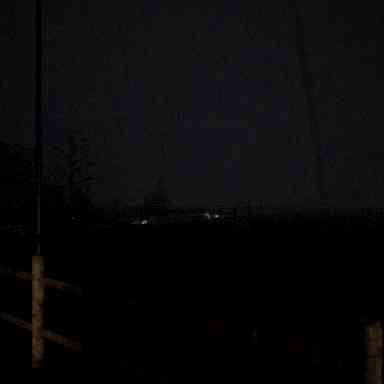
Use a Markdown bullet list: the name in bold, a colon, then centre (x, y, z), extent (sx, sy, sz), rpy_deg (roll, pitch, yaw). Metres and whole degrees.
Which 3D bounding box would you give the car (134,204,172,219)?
- **car**: centre (-4.184, 2.102, 36.498), extent (1.837, 1.490, 4.892), rpy_deg (1, -1, 36)

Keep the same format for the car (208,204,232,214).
- **car**: centre (4.148, 2.423, 48.114), extent (1.812, 1.442, 4.674), rpy_deg (1, -1, 36)

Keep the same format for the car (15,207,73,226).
- **car**: centre (-11.553, 1.890, 26.188), extent (1.994, 1.385, 4.181), rpy_deg (1, -1, 35)
